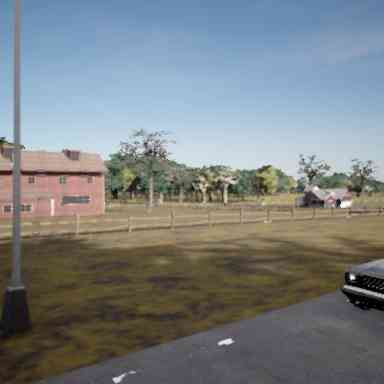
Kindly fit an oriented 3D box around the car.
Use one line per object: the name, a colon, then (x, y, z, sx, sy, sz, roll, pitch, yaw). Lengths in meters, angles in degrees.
car: (5.065, 1.644, 6.682, 4.718, 1.301, 1.895, 0, 0, -35)
